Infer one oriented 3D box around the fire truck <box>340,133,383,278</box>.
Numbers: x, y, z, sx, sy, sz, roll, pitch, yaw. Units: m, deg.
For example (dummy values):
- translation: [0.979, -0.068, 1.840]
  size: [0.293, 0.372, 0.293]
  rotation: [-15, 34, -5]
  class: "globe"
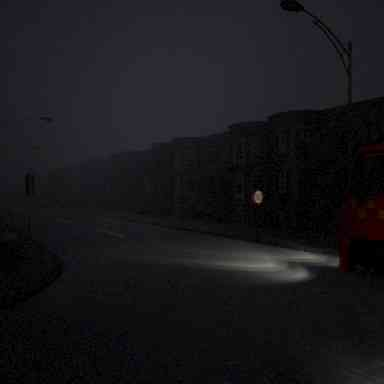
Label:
- translation: [7.003, 0.342, 5.292]
  size: [2.891, 3.827, 8.468]
  rotation: [0, 0, -35]
  class: "fire truck"
